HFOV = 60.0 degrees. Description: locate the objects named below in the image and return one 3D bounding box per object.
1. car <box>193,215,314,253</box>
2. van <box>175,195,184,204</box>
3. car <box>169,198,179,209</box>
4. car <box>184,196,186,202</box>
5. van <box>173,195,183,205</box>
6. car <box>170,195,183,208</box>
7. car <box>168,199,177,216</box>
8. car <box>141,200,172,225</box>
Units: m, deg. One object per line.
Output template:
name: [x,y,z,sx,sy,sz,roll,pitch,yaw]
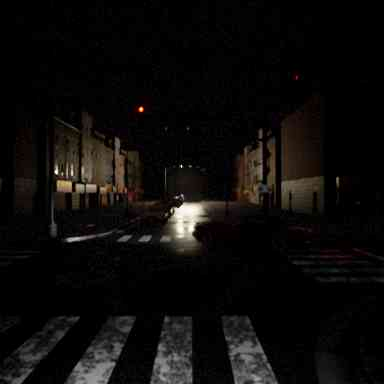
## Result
car: [2.440,1.619,13.735,4.718,1.301,1.895,0,0,27]
van: [-2.648,1.480,69.077,1.690,1.788,3.998,0,0,0]
car: [-2.642,1.625,35.444,1.802,1.307,4.206,0,0,0]
car: [-2.646,1.418,57.867,2.192,1.841,5.009,0,0,0]
van: [-2.647,1.462,63.472,1.690,1.788,3.998,0,0,0]
car: [-2.644,1.511,46.655,1.967,1.590,4.097,0,0,0]
car: [-2.640,1.577,29.839,1.887,1.381,4.507,0,0,0]
car: [-2.639,1.548,24.064,1.752,1.417,4.829,0,0,0]
